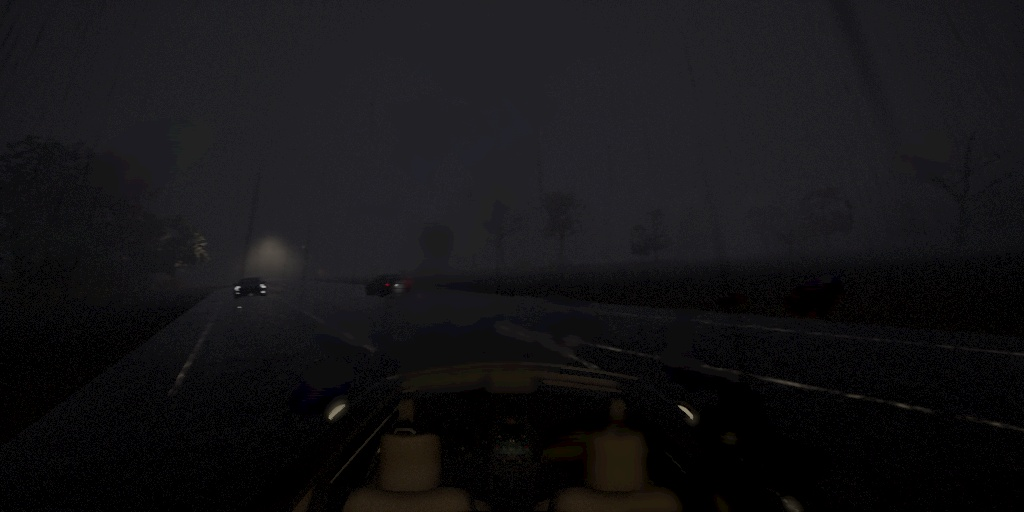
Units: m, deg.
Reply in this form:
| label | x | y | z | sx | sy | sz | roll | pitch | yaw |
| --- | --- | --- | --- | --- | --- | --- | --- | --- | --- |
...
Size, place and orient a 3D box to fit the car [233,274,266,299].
| label | x | y | z | sx | sy | sz | roll | pitch | yaw |
| --- | --- | --- | --- | --- | --- | --- | --- | --- | --- |
| car | -22.413 | 2.638 | 30.628 | 2.097 | 1.767 | 4.553 | -4 | 0 | -38 |

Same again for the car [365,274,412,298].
| label | x | y | z | sx | sy | sz | roll | pitch | yaw |
| --- | --- | --- | --- | --- | --- | --- | --- | --- | --- |
| car | -8.196 | 1.914 | 23.574 | 1.994 | 1.385 | 4.181 | -4 | 0 | -37 |
